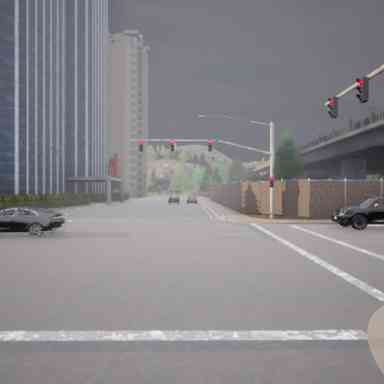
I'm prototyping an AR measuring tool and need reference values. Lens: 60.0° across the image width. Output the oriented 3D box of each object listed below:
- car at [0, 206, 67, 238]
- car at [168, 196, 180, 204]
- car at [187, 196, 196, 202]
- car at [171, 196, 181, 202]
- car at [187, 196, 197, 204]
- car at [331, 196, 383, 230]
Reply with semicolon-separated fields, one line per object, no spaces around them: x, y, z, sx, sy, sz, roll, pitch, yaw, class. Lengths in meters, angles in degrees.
-9.146;1.520;17.390;4.902;1.511;2.128;0;0;0;car
-3.488;1.470;64.240;1.882;1.535;5.008;0;0;0;car
-0.099;1.586;74.598;1.895;1.301;4.718;0;0;0;car
-3.598;1.531;74.457;2.033;1.411;5.357;0;0;0;car
0.014;1.556;64.636;1.994;1.385;4.181;0;0;0;car
11.817;1.274;20.970;5.566;2.045;2.150;0;0;0;car
